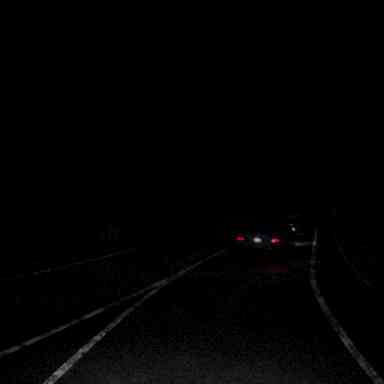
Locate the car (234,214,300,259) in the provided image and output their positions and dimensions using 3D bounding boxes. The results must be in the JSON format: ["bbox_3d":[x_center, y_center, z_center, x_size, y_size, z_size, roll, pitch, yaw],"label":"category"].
[{"bbox_3d":[3.112,1.777,13.621,2.033,1.411,5.357,0,-2,21],"label":"car"}]

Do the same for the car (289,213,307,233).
[{"bbox_3d":[8.444,2.524,27.676,1.882,1.535,5.008,0,-4,21],"label":"car"}]
